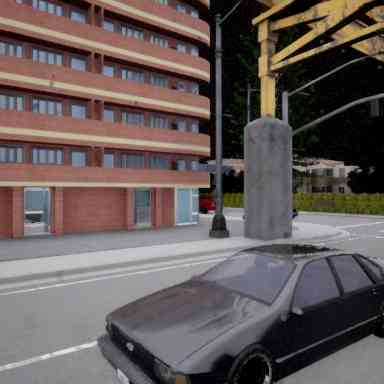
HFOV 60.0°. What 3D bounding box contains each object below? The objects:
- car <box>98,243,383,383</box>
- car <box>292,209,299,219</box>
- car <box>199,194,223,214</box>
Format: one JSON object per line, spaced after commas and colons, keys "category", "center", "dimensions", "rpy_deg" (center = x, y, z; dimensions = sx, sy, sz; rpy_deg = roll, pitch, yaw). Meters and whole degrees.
{"category": "car", "center": [1.444, 1.552, 5.033], "dimensions": [5.357, 1.411, 2.033], "rpy_deg": [0, 0, -36]}
{"category": "car", "center": [6.748, 1.616, 28.496], "dimensions": [1.895, 1.301, 4.718], "rpy_deg": [0, 0, -35]}
{"category": "car", "center": [1.025, 1.258, 36.568], "dimensions": [2.150, 2.045, 5.566], "rpy_deg": [0, 0, -35]}
